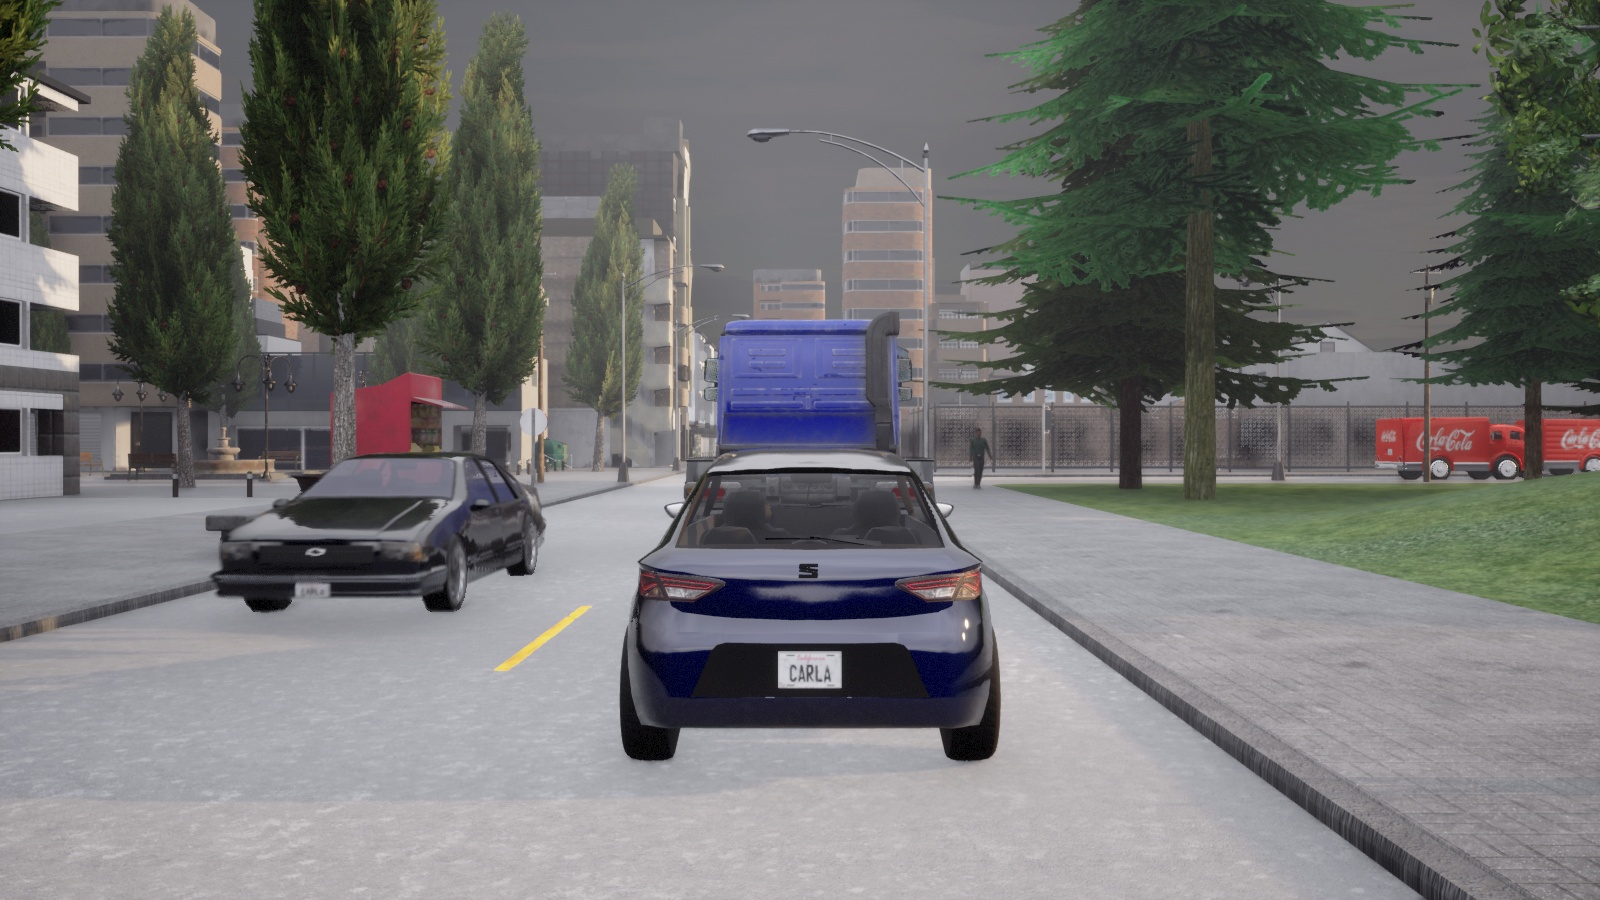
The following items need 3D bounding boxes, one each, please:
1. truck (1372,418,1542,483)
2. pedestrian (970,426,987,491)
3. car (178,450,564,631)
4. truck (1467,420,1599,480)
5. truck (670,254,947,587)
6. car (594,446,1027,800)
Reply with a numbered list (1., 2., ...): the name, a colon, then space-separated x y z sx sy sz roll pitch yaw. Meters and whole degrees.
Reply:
1. truck: 25.410 0.005 48.739 5.204 2.467 2.627 0 0 0
2. pedestrian: 5.337 0.248 37.558 0.423 1.949 0.788 0 0 4
3. car: -3.917 0.719 12.658 2.033 1.411 5.357 0 0 0
4. truck: 31.313 -0.013 52.710 5.204 2.467 2.627 0 0 0
5. truck: 0.111 -0.332 17.048 2.891 3.462 7.936 0 0 0
6. car: 0.054 0.719 7.360 1.816 1.474 4.193 0 0 0
